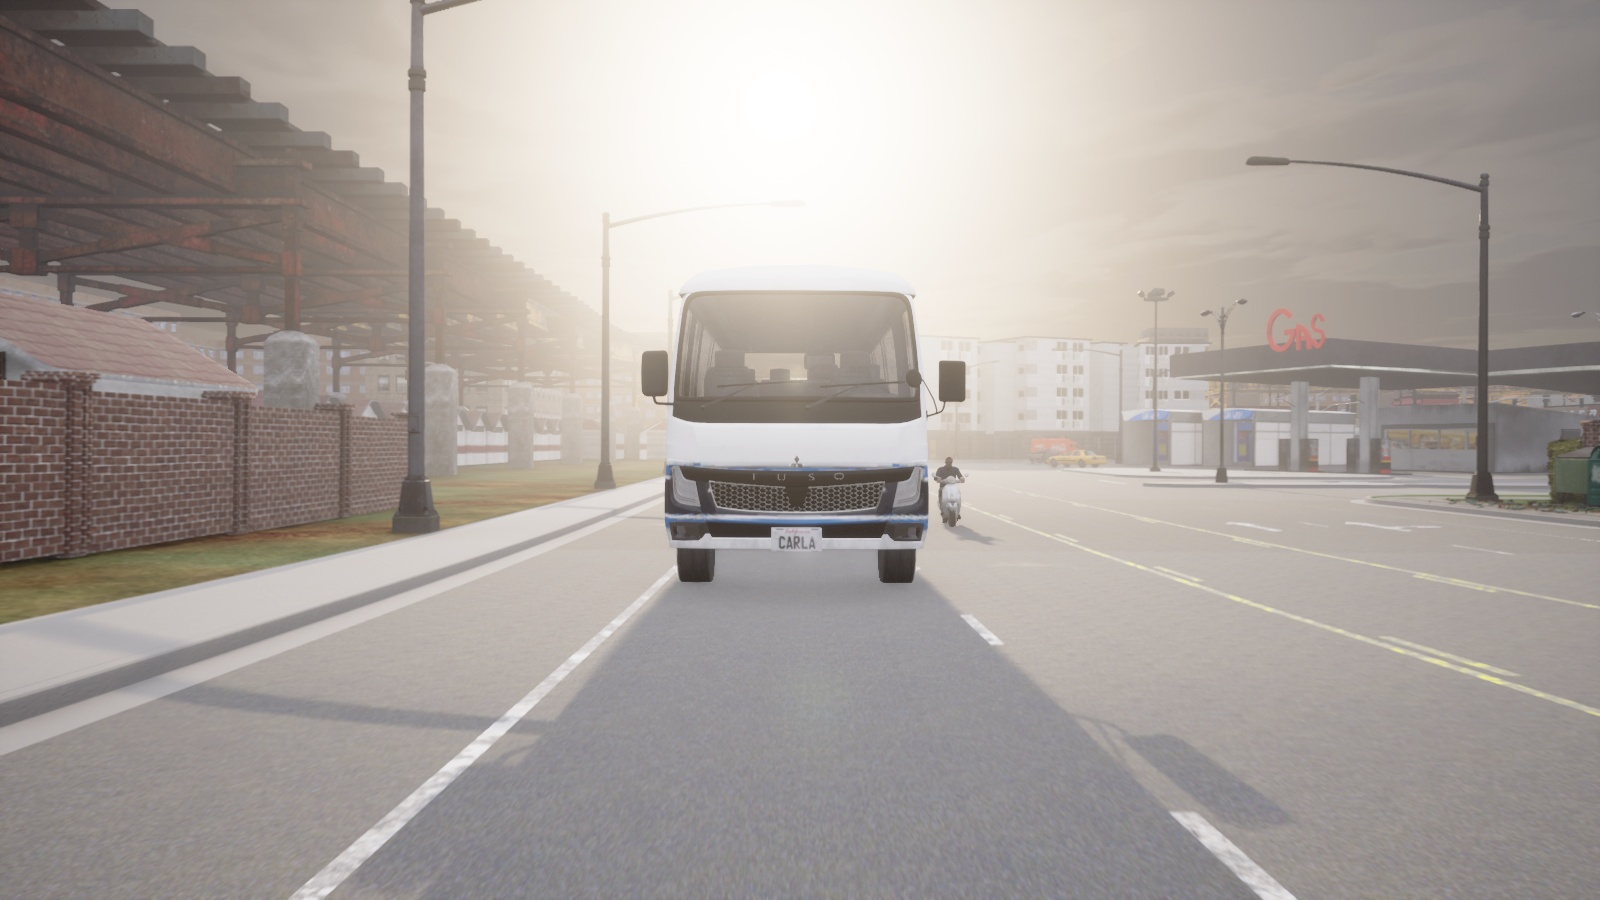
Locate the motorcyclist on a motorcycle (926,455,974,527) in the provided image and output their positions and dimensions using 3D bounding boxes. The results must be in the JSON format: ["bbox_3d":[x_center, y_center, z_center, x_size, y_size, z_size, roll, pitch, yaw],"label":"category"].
[{"bbox_3d":[3.434,0.919,28.912,0.866,1.590,1.817,0,0,0],"label":"motorcyclist on a motorcycle"}]

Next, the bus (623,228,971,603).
[{"bbox_3d":[-0.049,-0.386,19.417,3.944,4.253,10.273,0,0,0],"label":"bus"}]
